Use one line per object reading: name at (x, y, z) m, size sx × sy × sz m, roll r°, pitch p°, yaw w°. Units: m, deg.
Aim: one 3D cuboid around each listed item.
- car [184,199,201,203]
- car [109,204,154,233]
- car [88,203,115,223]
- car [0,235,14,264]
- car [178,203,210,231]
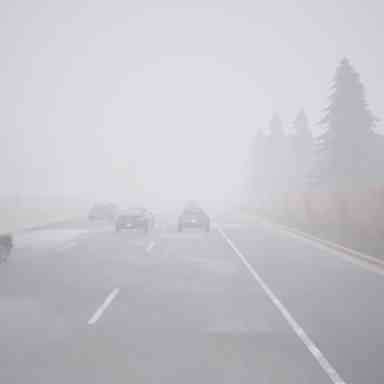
car at (0.103, 1.671, 41.372) m, size 1.837 × 1.490 × 4.892 m, roll 0°, pitch 0°, yaw 0°
car at (-3.412, 1.607, 20.196) m, size 1.812 × 1.442 × 4.674 m, roll 0°, pitch 0°, yaw 0°
car at (-6.897, 1.600, 26.911) m, size 2.128 × 1.511 × 4.902 m, roll 0°, pitch 0°, yaw 0°
car at (-6.899, 1.638, 9.032) m, size 1.895 × 1.301 × 4.718 m, roll 0°, pitch 0°, yaw 0°
car at (0.102, 1.651, 21.483) m, size 1.994 × 1.385 × 4.181 m, roll 0°, pitch 0°, yaw 0°
